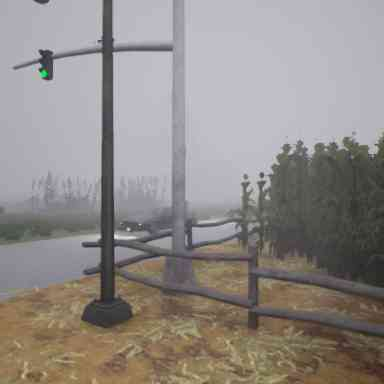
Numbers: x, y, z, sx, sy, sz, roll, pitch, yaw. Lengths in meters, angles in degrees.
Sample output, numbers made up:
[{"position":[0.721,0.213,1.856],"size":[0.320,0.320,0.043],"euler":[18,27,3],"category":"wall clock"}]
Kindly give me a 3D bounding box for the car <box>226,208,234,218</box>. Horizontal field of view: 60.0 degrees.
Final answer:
[{"position":[4.793,1.593,28.613],"size":[1.895,1.301,4.718],"euler":[0,0,36],"category":"car"}]

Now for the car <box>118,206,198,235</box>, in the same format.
[{"position":[-1.747,1.539,19.355],"size":[2.033,1.411,5.357],"euler":[0,0,35],"category":"car"}]
